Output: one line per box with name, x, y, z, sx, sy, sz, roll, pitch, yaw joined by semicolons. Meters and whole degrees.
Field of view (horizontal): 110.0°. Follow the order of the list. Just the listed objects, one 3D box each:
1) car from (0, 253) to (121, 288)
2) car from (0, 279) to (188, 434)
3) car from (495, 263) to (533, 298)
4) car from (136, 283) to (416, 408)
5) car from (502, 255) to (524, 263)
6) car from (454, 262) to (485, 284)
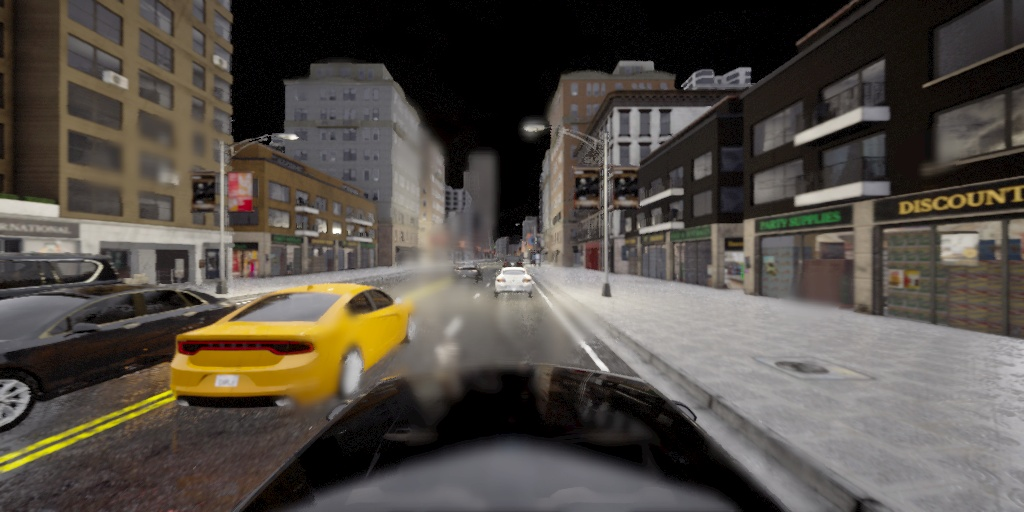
car;-9.852;0.968;5.899;2.150;2.045;5.566;0;0;0
car;-6.601;1.253;5.443;1.837;1.490;4.892;0;0;0
car;0.096;1.263;18.446;1.812;1.442;4.674;0;0;0
car;-3.151;1.224;6.436;1.882;1.535;5.008;0;0;0
car;0.090;0.944;38.696;2.150;2.045;5.566;0;0;0
car;-3.156;1.223;26.872;2.128;1.511;4.902;0;0;0
